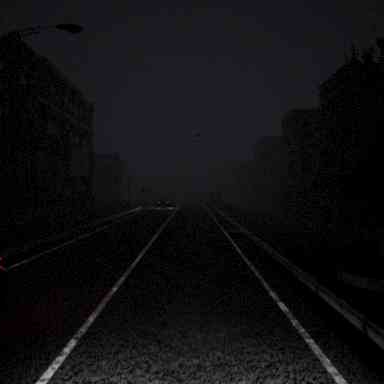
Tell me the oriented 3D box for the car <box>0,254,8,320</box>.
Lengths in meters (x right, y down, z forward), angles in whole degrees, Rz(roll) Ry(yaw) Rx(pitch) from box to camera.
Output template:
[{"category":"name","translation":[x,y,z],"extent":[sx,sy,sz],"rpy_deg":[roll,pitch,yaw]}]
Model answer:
[{"category":"car","translation":[-3.601,1.207,2.304],"extent":[2.150,2.045,5.566],"rpy_deg":[0,0,0]}]

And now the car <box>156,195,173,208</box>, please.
[{"category":"car","translation":[-3.606,1.239,43.965],"extent":[1.837,1.490,4.892],"rpy_deg":[0,0,0]}]
